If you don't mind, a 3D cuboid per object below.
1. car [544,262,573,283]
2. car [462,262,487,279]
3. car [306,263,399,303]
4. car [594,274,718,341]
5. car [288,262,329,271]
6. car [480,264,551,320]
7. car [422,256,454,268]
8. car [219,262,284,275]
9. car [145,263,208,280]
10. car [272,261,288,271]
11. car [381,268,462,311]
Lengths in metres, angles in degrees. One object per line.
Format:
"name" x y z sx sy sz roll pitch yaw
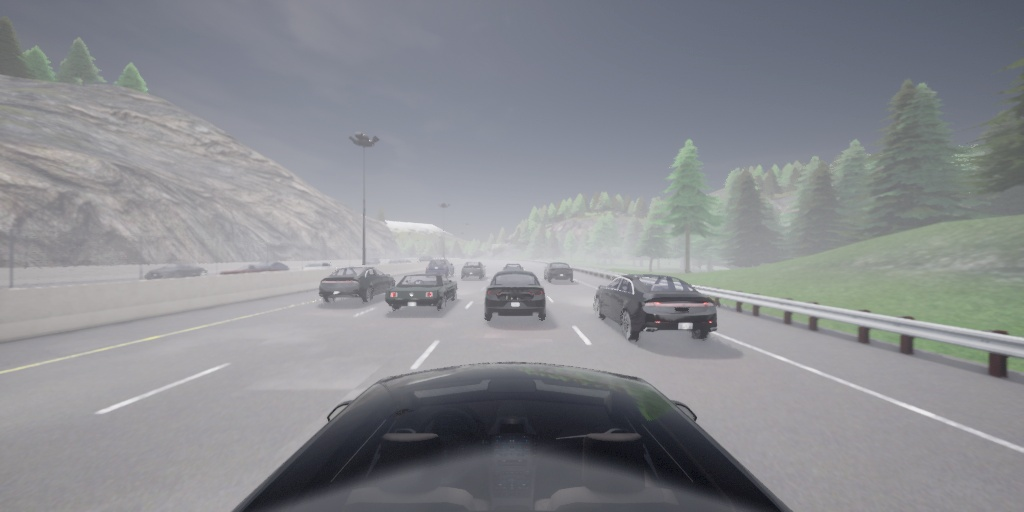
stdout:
"car" 3.608 1.229 28.433 1.882 1.535 5.008 0 0 0
"car" -3.393 1.244 32.165 2.128 1.511 4.902 0 0 0
"car" -6.896 1.243 16.502 2.128 1.511 4.902 0 0 0
"car" 3.603 1.242 9.867 2.128 1.511 4.902 0 0 0
"car" -17.587 1.278 32.329 1.812 1.442 4.674 0 0 0
"car" 0.103 1.228 12.689 1.882 1.535 5.008 0 0 0
"car" -6.892 1.105 34.762 2.097 1.767 4.553 0 0 0
"car" -21.091 1.353 29.018 1.895 1.301 4.718 0 0 0
"car" -28.086 1.317 30.192 1.994 1.385 4.181 0 0 0
"car" -24.583 1.279 36.410 1.812 1.442 4.674 0 0 0
"car" -3.396 1.352 14.437 1.895 1.301 4.718 0 0 0
